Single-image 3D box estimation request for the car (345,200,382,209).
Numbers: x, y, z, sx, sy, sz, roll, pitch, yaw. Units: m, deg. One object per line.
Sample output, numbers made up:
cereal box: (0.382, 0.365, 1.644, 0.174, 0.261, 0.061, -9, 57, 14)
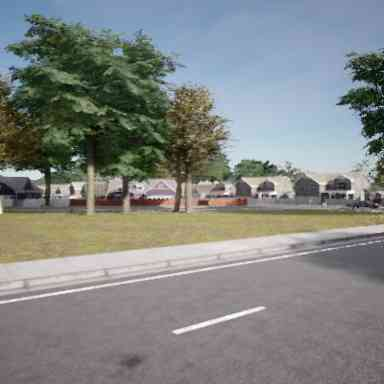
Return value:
car: (28.457, 2.027, 55.383, 2.033, 1.411, 5.357, -1, 0, -35)
